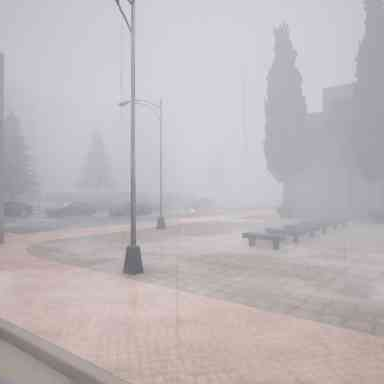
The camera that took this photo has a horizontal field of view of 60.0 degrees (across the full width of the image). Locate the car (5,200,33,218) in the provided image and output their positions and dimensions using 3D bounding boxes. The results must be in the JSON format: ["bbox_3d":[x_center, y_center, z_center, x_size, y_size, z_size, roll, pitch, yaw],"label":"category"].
[{"bbox_3d":[-16.246,1.505,28.512,1.837,1.490,4.892,0,0,39],"label":"car"}]

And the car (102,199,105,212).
[{"bbox_3d":[-10.459,1.491,35.936,2.128,1.511,4.902,0,0,38],"label":"car"}]

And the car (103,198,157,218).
[{"bbox_3d":[-5.592,1.564,30.479,1.994,1.385,4.181,0,0,38],"label":"car"}]

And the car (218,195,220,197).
[{"bbox_3d":[2.069,1.564,52.120,1.994,1.385,4.181,0,0,38],"label":"car"}]

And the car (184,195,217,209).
[{"bbox_3d":[0.872,1.505,44.874,1.837,1.490,4.892,0,0,38],"label":"car"}]

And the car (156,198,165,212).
[{"bbox_3d":[-5.473,1.564,36.656,1.994,1.385,4.181,0,0,38],"label":"car"}]

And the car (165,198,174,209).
[{"bbox_3d":[-4.353,1.505,43.841,1.837,1.490,4.892,0,0,38],"label":"car"}]

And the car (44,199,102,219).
[{"bbox_3d":[-10.781,1.526,29.754,1.812,1.442,4.674,0,0,37],"label":"car"}]
